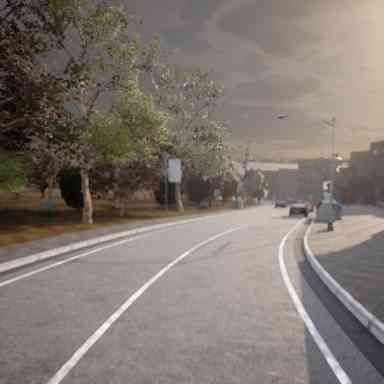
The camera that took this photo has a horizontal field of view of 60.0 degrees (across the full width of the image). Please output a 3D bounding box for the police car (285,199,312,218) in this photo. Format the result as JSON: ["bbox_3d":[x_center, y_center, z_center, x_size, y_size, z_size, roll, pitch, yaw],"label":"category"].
[{"bbox_3d":[12.368,1.996,38.410,1.930,1.638,5.238,2,0,22],"label":"police car"}]

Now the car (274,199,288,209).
[{"bbox_3d":[16.303,2.337,61.340,1.895,1.301,4.718,2,0,19],"label":"car"}]

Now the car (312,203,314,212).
[{"bbox_3d":[16.115,2.164,47.816,1.801,1.575,5.366,2,0,22],"label":"car"}]

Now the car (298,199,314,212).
[{"bbox_3d":[18.272,2.135,53.237,2.097,1.767,4.553,2,0,21],"label":"car"}]
